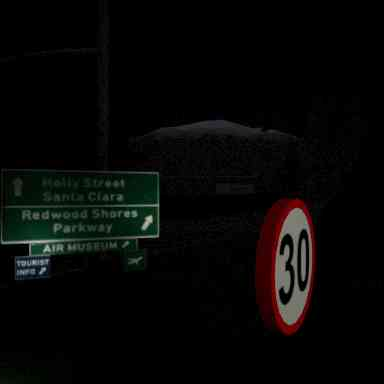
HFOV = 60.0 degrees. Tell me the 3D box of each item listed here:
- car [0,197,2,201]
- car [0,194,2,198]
[{"bbox_3d":[-12.447,1.505,26.033,1.905,1.878,3.866,0,0,35],"label":"car"},{"bbox_3d":[-38.761,1.489,69.909,4.514,1.523,2.007,0,0,35],"label":"car"}]
